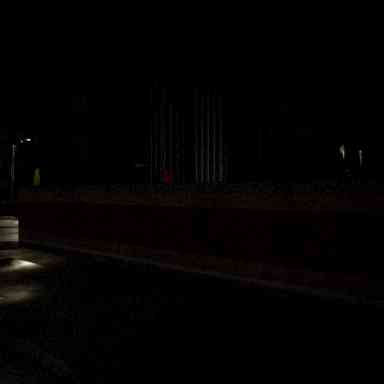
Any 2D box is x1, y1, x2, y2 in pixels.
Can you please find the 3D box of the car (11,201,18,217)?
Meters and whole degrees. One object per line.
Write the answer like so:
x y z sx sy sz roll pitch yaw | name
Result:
-12.280 1.603 28.845 2.033 1.411 5.357 0 0 37 | car

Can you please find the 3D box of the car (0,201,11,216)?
-16.437 1.547 29.125 2.128 1.511 4.902 0 0 37 | car
